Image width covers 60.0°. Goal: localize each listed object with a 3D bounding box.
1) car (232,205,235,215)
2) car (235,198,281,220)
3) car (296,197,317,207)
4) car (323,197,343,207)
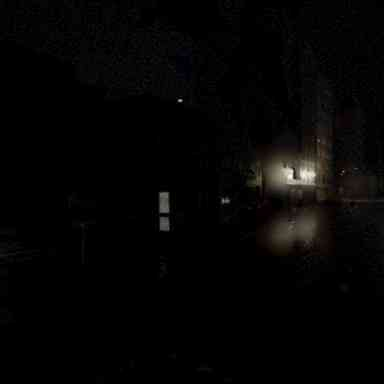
[{"bbox_3d":[5.480,1.453,32.610,1.837,1.490,4.892,0,0,35],"label":"car"},{"bbox_3d":[5.808,1.286,27.976,2.097,1.767,4.553,0,0,35],"label":"car"},{"bbox_3d":[16.527,1.431,48.030,1.882,1.535,5.008,0,0,35],"label":"car"},{"bbox_3d":[21.060,1.431,49.498,2.033,1.411,5.357,0,0,35],"label":"car"}]
